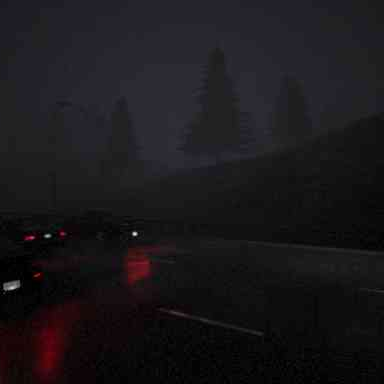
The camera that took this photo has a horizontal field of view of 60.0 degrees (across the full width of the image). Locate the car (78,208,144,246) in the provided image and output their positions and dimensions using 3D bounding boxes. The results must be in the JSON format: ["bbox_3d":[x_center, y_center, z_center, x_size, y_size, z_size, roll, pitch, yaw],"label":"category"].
[{"bbox_3d":[-4.401,1.511,15.255,4.892,1.490,1.837,-1,0,34],"label":"car"}]

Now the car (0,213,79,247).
[{"bbox_3d":[-7.051,1.576,12.833,5.357,1.411,2.033,0,0,34],"label":"car"}]

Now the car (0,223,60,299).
[{"bbox_3d":[-5.203,1.549,7.374,4.674,1.442,1.812,0,0,34],"label":"car"}]
